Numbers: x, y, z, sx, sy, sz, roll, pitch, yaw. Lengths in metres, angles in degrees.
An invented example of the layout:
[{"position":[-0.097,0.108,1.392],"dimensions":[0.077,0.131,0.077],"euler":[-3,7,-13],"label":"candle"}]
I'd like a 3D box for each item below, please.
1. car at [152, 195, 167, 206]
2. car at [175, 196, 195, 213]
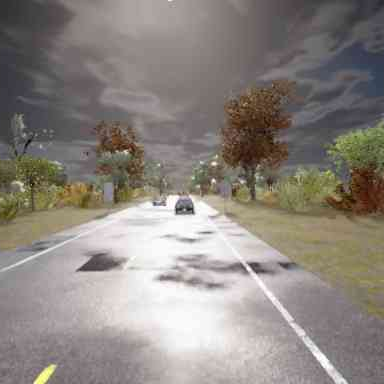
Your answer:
[{"position":[-4.574,1.217,47.334],"dimensions":[2.128,1.511,4.902],"euler":[-1,0,-1],"label":"car"},{"position":[-0.716,1.332,32.608],"dimensions":[1.895,1.301,4.718],"euler":[-1,0,-1],"label":"car"}]
